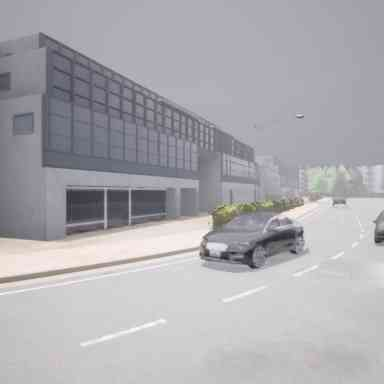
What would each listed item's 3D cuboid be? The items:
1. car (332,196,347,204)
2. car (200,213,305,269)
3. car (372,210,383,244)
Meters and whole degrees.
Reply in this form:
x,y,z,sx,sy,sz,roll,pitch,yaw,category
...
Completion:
x,y,z,sx,sy,sz,roll,pitch,yaw,category
21.388,1.195,48.193,1.882,1.535,5.008,0,0,25,car
2.236,1.491,11.375,2.128,1.511,4.902,0,0,40,car
9.571,1.546,15.492,2.033,1.411,5.357,0,0,30,car
